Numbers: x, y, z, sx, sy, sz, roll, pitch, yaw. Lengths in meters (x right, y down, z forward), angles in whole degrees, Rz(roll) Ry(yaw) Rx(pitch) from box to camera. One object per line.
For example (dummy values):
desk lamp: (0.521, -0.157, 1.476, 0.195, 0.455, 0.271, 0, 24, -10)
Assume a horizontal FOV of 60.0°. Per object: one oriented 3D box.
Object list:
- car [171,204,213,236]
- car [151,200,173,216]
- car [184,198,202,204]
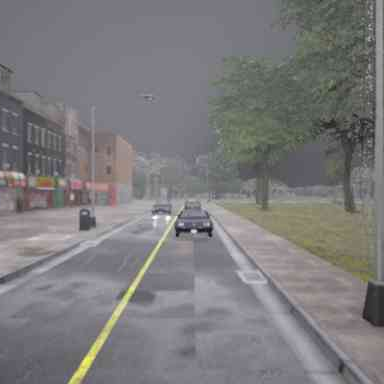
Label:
car: (0.092, 1.569, 17.990, 1.895, 1.301, 4.718, 0, 0, 0)
car: (-2.861, 1.509, 32.923, 2.033, 1.411, 5.357, 0, 0, 0)
car: (0.083, 1.459, 37.266, 2.128, 1.511, 4.902, 0, 0, 0)
